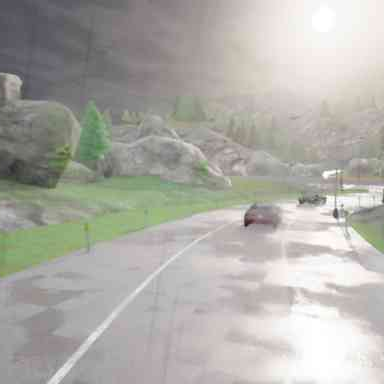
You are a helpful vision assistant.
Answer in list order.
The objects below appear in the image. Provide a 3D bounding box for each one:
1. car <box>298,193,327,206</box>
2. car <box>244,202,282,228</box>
[{"bbox_3d":[13.486,0.765,36.920,1.895,1.301,4.718,4,4,37],"label":"car"},{"bbox_3d":[4.395,1.277,20.274,1.994,1.385,4.181,2,2,18],"label":"car"}]
